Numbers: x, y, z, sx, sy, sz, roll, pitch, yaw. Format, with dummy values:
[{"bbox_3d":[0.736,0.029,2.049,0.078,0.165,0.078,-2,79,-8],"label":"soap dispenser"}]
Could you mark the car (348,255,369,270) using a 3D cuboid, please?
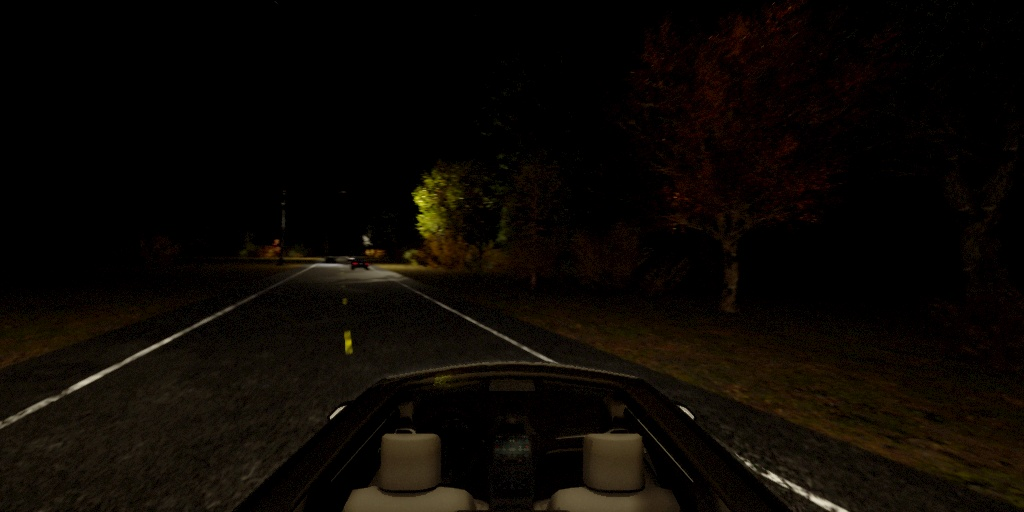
[{"bbox_3d":[-18.199,0.910,42.897,2.033,1.411,5.357,2,0,-26],"label":"car"}]
